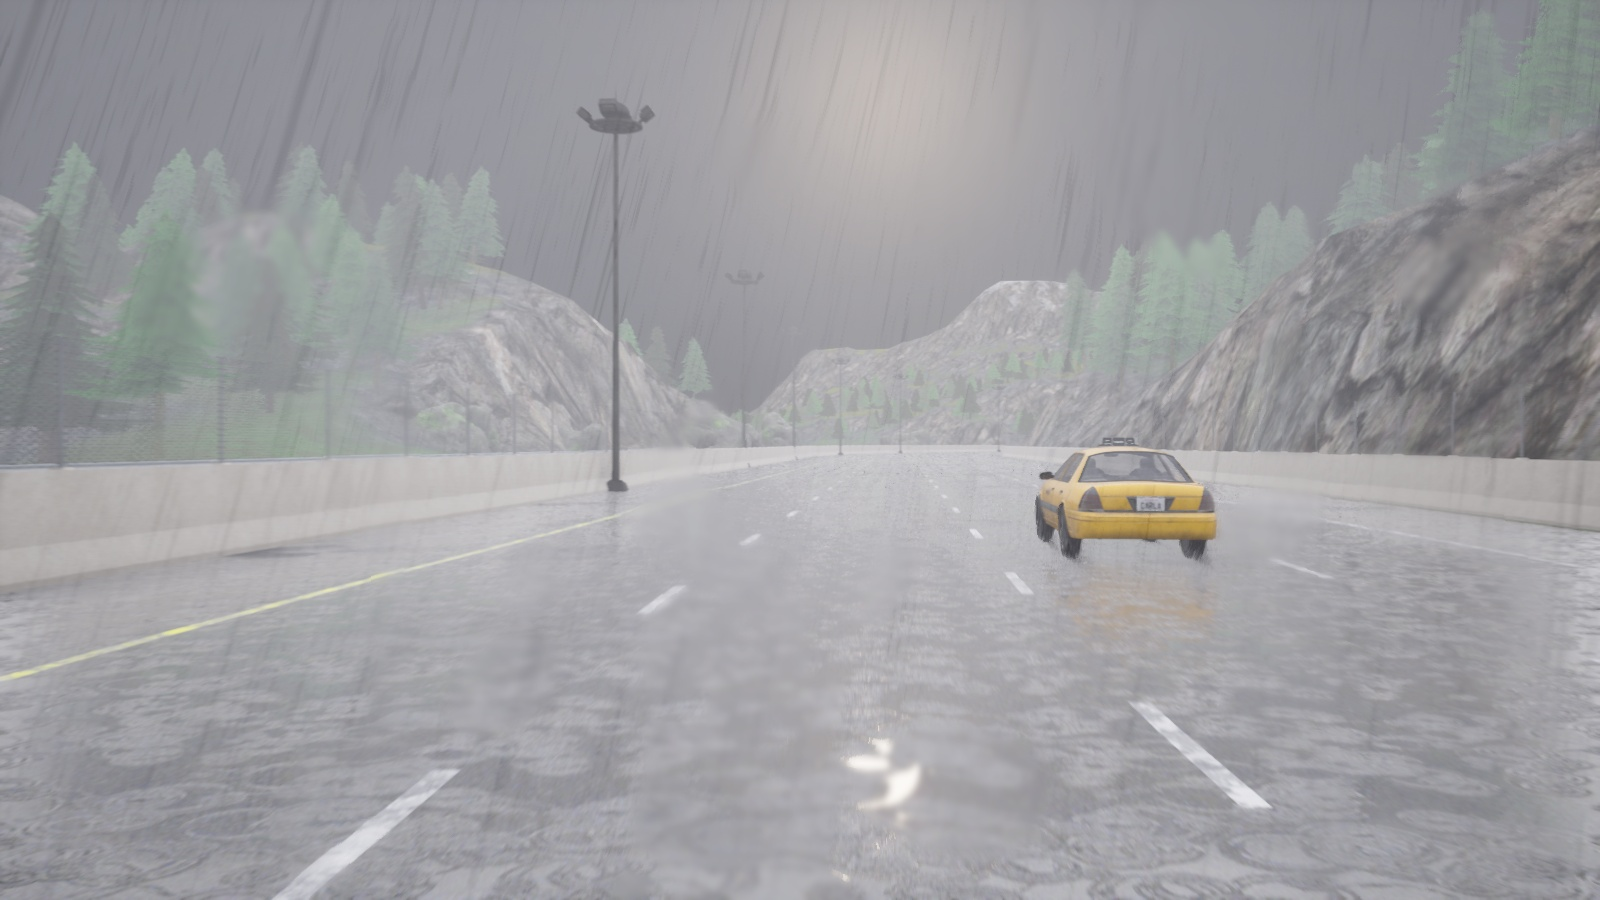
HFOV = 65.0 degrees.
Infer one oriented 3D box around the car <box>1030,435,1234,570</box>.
[{"bbox_3d":[4.388,0.600,17.434,1.801,1.575,5.366,0,0,5],"label":"car"}]
